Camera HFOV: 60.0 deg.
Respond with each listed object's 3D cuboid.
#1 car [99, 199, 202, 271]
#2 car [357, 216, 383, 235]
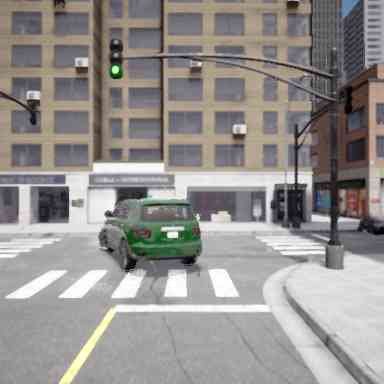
[{"bbox_3d":[-1.611,1.245,11.357,2.150,2.045,5.566,1,0,-24],"label":"car"},{"bbox_3d":[11.035,1.471,16.205,5.357,1.411,2.033,-1,0,-1],"label":"car"}]
